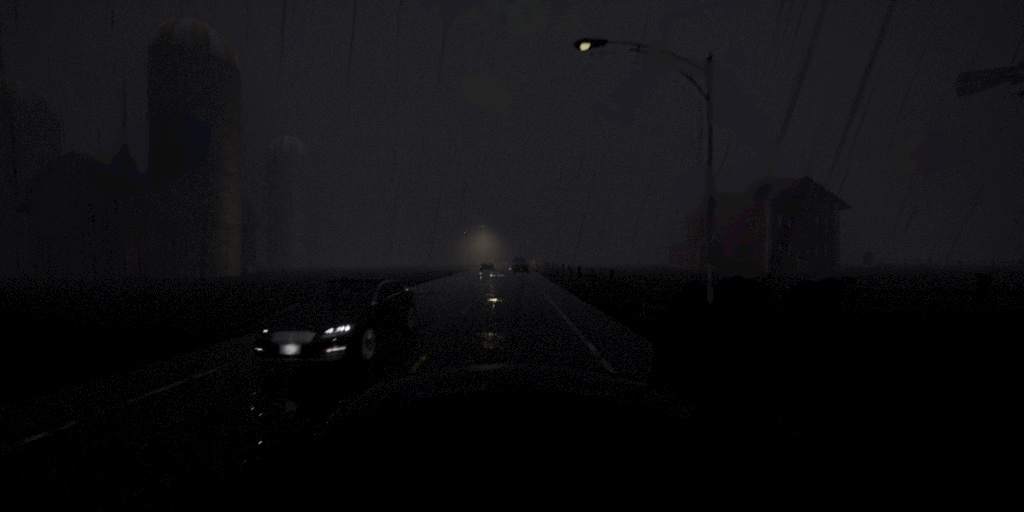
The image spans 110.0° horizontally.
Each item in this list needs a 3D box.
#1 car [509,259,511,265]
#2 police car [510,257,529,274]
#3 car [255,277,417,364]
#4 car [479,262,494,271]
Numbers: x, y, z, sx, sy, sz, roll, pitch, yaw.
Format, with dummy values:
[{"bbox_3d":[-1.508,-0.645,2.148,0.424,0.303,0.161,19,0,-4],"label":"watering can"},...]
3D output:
[{"bbox_3d":[1.053,1.137,53.045,2.150,2.045,5.566,0,0,0],"label":"car"},{"bbox_3d":[1.052,1.298,43.122,1.930,1.638,5.238,0,0,0],"label":"police car"},{"bbox_3d":[-3.599,1.256,8.272,2.128,1.511,4.902,0,0,0],"label":"car"},{"bbox_3d":[-3.561,1.507,51.428,1.895,1.301,4.718,0,0,0],"label":"car"}]
